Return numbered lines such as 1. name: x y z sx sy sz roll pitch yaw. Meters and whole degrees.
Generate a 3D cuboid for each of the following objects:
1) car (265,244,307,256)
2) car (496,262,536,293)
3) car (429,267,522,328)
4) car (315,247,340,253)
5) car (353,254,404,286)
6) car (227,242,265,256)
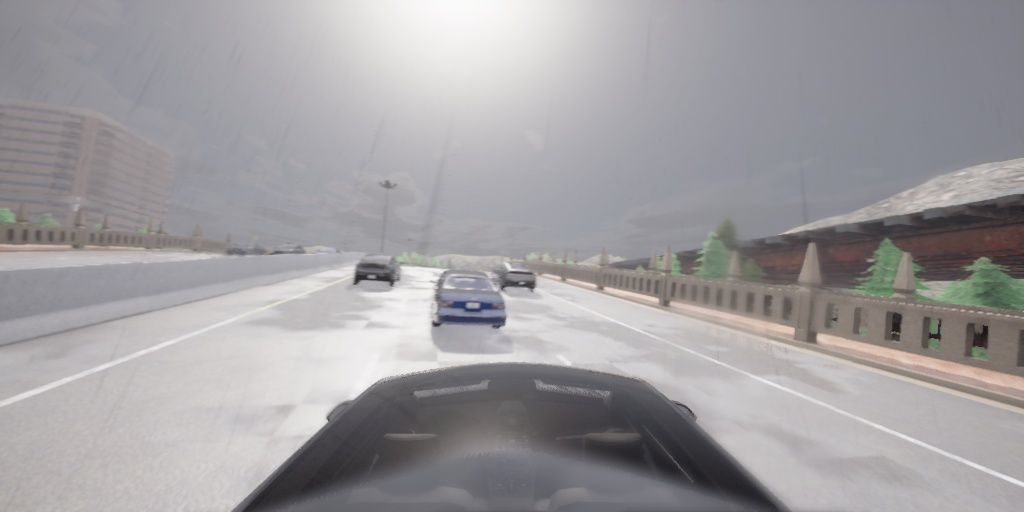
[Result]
1. car: -21.211 -0.406 34.286 1.837 1.490 4.892 4 -2 -12
2. car: -0.023 1.107 20.240 2.128 1.511 4.902 4 0 -13
3. car: -1.450 1.122 10.687 2.033 1.411 5.357 4 0 -13
4. car: -17.781 -0.138 34.934 1.812 1.442 4.674 4 -2 -12
5. car: -6.746 0.623 18.313 1.837 1.490 4.892 4 1 -13
6. car: -24.634 -0.603 33.579 1.994 1.385 4.181 4 -2 -12
